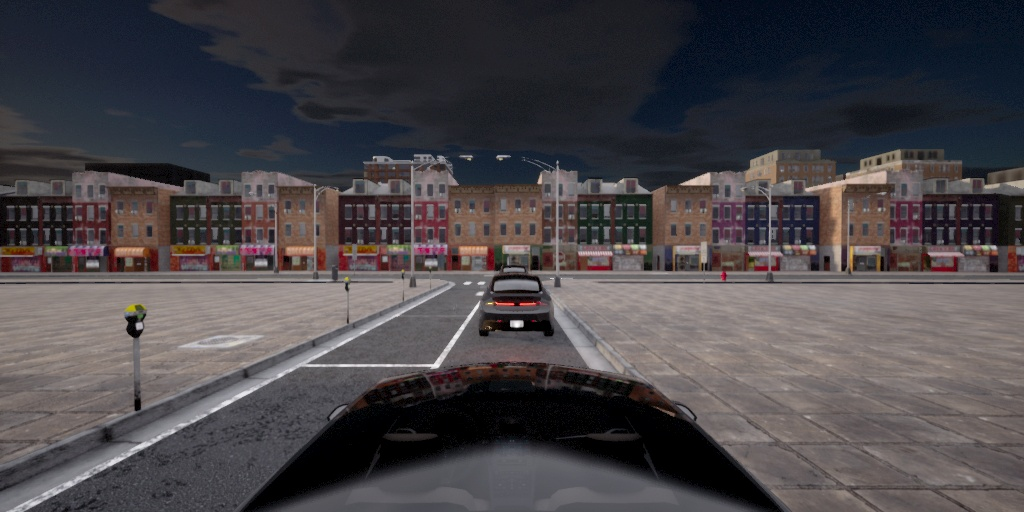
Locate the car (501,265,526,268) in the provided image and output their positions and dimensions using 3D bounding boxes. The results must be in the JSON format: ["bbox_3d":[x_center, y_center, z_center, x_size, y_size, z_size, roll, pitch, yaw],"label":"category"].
[{"bbox_3d":[0.063,1.250,20.053,1.837,1.490,4.892,0,0,-1],"label":"car"}]

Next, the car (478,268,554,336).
[{"bbox_3d":[0.102,1.252,10.331,1.837,1.490,4.892,0,0,0],"label":"car"}]
